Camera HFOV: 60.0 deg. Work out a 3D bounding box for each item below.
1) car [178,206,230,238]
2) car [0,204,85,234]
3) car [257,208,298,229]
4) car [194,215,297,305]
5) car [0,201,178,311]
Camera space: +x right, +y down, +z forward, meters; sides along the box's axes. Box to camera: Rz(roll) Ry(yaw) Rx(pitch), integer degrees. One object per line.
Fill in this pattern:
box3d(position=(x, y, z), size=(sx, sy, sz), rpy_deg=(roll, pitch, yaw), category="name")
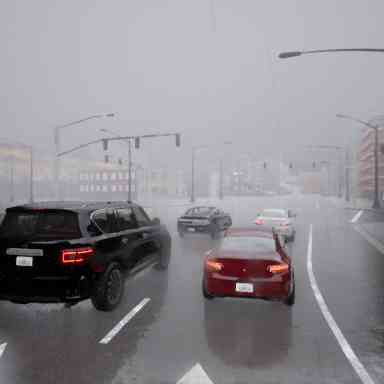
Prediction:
box3d(position=(0.784, 1.491, 17.289), size=(2.128, 1.511, 4.902), rpy_deg=(0, 0, 19), category="car")
box3d(position=(-9.324, 1.548, 20.861), size=(2.033, 1.411, 5.357), rpy_deg=(0, 0, 20), category="car")
box3d(position=(4.191, 1.526, 16.557), size=(1.812, 1.442, 4.674), rpy_deg=(0, 0, 20), category="car")
box3d(position=(1.452, 1.526, 8.124), size=(1.812, 1.442, 4.674), rpy_deg=(0, 0, 13), category="car")
box3d(position=(-2.161, 1.221, 8.039), size=(2.150, 2.045, 5.566), rpy_deg=(0, 0, 12), category="car")
